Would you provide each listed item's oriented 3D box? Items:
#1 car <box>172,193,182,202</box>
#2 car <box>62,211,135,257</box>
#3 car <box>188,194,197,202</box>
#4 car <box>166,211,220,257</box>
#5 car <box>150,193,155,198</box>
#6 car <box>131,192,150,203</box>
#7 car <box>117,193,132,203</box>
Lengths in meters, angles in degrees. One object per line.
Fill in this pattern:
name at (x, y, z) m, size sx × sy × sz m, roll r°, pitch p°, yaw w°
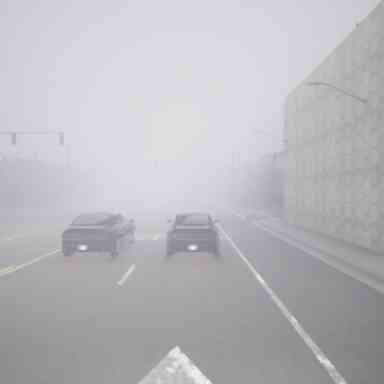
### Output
car at (-3.494, 1.191, 78.451) m, size 2.150 × 2.045 × 5.566 m, roll 0°, pitch 0°, yaw 0°
car at (-3.454, 1.503, 12.996) m, size 1.837 × 1.490 × 4.892 m, roll 0°, pitch 0°, yaw 0°
car at (0.006, 1.316, 78.395) m, size 2.097 × 1.767 × 4.553 m, roll 0°, pitch 0°, yaw 0°
car at (0.045, 1.503, 12.987) m, size 1.837 × 1.490 × 4.892 m, roll 0°, pitch 0°, yaw 0°
car at (-10.494, 0.949, 83.635) m, size 2.097 × 1.767 × 4.553 m, roll 0°, pitch 0°, yaw 0°
car at (-10.496, 1.339, 68.110) m, size 2.097 × 1.767 × 4.553 m, roll 0°, pitch 0°, yaw 0°
car at (-13.995, 1.509, 67.856) m, size 2.128 × 1.511 × 4.902 m, roll 0°, pitch 0°, yaw 0°
